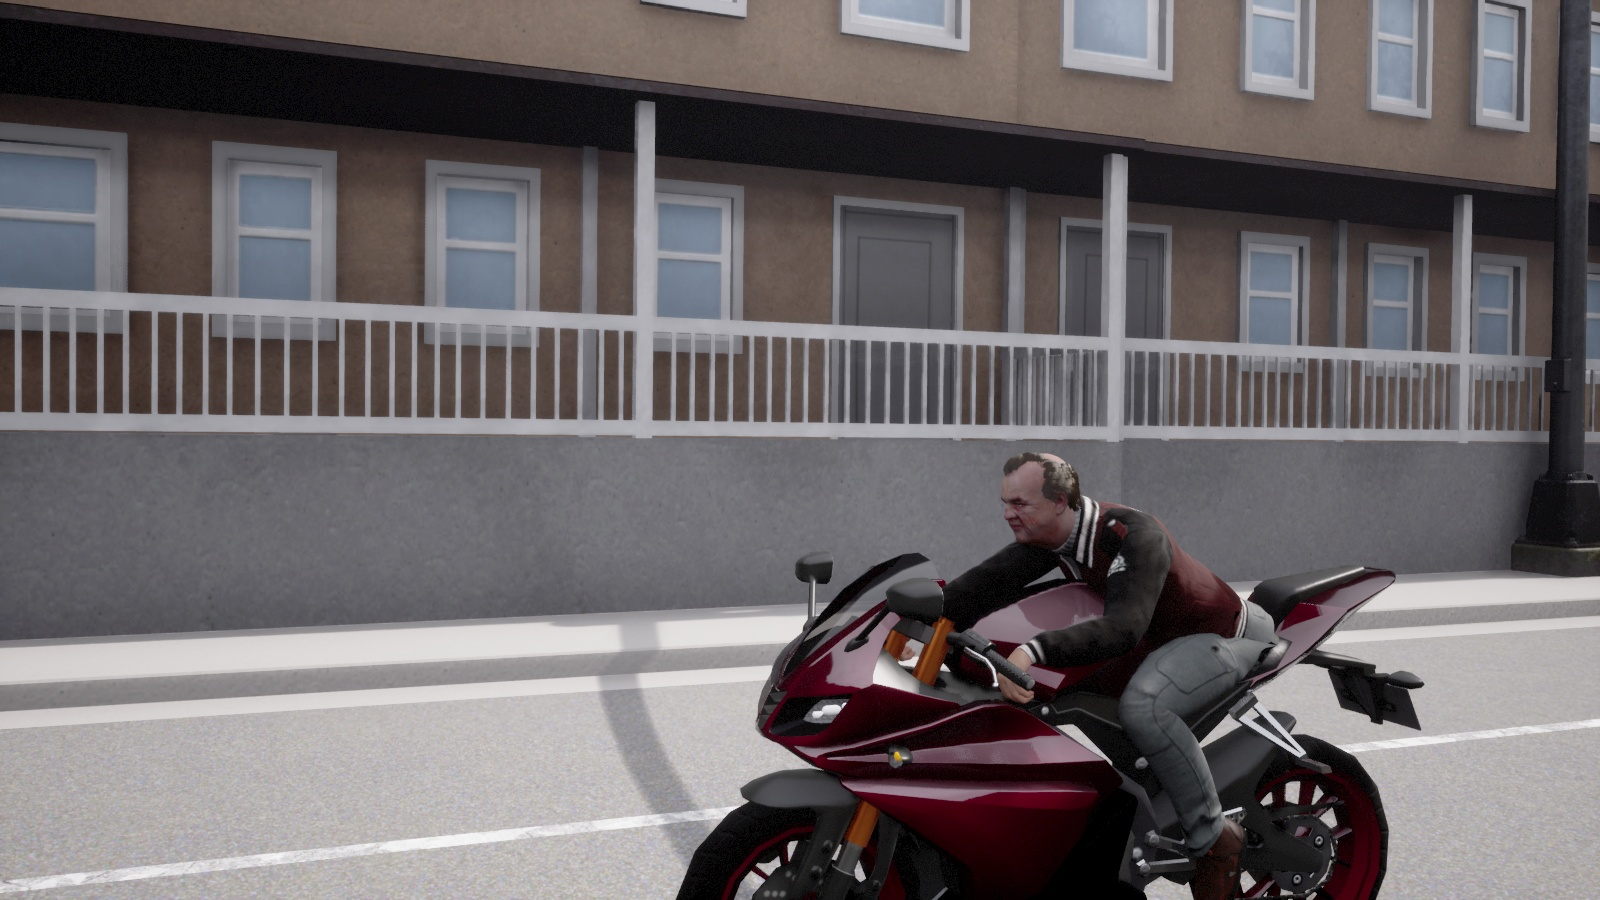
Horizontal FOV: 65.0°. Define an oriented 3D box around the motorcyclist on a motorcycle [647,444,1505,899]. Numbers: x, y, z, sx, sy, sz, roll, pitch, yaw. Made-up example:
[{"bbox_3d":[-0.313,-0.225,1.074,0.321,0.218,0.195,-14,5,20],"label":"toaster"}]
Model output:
[{"bbox_3d":[0.755,0.768,3.489,2.191,1.530,0.866,-1,1,-19],"label":"motorcyclist on a motorcycle"}]
